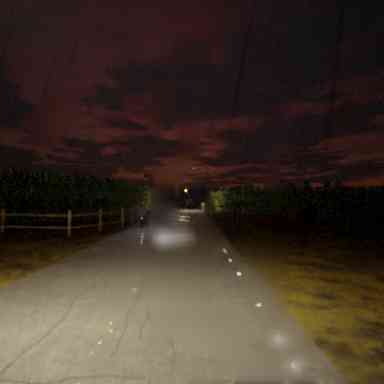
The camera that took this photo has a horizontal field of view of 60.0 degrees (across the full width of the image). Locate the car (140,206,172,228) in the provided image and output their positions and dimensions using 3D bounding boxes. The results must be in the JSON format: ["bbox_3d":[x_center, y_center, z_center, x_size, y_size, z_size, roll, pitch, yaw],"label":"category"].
[{"bbox_3d":[-2.821,1.970,25.730,1.895,1.301,4.718,0,-1,0],"label":"car"}]

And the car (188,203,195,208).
[{"bbox_3d":[-0.198,3.616,91.444,1.994,1.385,4.181,0,-2,0],"label":"car"}]

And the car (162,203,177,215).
[{"bbox_3d":[-2.837,1.988,40.505,2.033,1.411,5.357,0,-1,0],"label":"car"}]

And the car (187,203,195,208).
[{"bbox_3d":[-0.176,3.336,81.404,1.994,1.385,4.181,0,-2,0],"label":"car"}]
